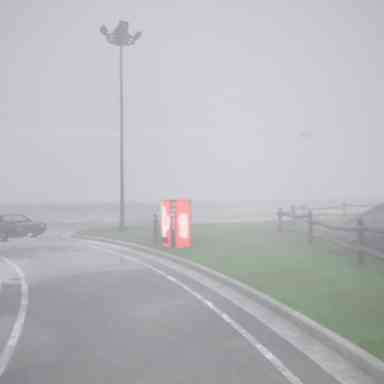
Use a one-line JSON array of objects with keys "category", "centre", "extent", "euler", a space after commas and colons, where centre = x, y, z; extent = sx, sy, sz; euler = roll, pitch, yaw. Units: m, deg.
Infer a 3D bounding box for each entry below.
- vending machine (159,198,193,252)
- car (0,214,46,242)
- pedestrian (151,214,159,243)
[{"category": "vending machine", "centre": [-0.651, 1.288, 13.646], "extent": [1.100, 2.100, 0.880], "euler": [0, 0, -35]}, {"category": "car", "centre": [-10.054, 1.821, 17.513], "extent": [4.718, 1.301, 1.895], "euler": [-1, -1, 26]}, {"category": "pedestrian", "centre": [-1.588, 1.527, 14.412], "extent": [0.375, 1.300, 0.375], "euler": [0, 0, -38]}]
